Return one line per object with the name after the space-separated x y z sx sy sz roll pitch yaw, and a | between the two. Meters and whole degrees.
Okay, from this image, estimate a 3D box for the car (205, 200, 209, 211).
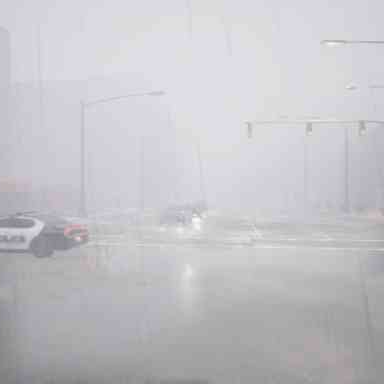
1.194 1.831 44.275 2.128 1.511 4.902 0 -1 7 | car

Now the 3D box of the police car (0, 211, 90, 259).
-6.463 1.521 12.297 4.974 1.542 2.038 0 0 7 | police car

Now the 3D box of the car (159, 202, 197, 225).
-1.088 1.644 24.947 2.033 1.411 5.357 0 -1 7 | car

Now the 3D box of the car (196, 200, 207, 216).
0.085 1.810 34.849 1.895 1.301 4.718 0 -1 8 | car
